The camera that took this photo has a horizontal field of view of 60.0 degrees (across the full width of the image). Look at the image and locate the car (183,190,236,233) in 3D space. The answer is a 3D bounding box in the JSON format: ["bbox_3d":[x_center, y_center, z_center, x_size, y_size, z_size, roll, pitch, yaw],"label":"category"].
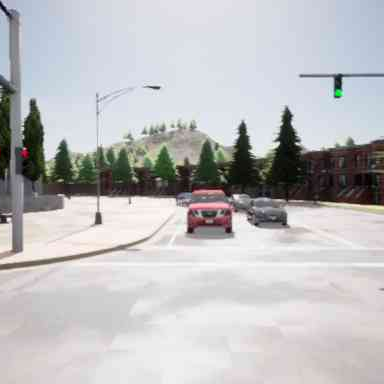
[{"bbox_3d":[0.878,0.921,17.673,2.150,2.045,5.566,0,1,2],"label":"car"}]

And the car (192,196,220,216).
[{"bbox_3d":[1.023,1.079,27.839,2.033,1.411,5.357,0,1,-1],"label":"car"}]

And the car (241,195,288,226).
[{"bbox_3d":[4.425,1.141,20.278,1.837,1.490,4.892,0,1,1],"label":"car"}]

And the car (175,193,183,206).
[{"bbox_3d":[-0.556,0.846,38.307,1.882,1.535,5.008,-1,1,-17],"label":"car"}]

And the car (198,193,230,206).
[{"bbox_3d":[2.566,0.867,40.186,2.033,1.411,5.357,-1,1,-18],"label":"car"}]

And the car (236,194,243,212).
[{"bbox_3d":[4.343,0.973,29.692,2.128,1.511,4.902,0,1,-4],"label":"car"}]
